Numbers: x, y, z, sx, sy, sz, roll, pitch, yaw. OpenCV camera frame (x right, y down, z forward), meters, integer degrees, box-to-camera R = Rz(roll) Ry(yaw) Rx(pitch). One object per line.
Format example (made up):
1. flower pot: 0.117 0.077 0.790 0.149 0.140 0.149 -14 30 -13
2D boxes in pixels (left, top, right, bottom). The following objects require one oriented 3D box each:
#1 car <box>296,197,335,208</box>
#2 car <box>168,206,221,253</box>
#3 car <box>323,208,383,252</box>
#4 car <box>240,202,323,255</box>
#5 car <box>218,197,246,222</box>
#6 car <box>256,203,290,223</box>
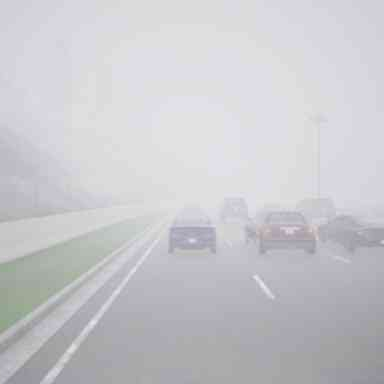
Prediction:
1. car: 10.529 1.486 28.994 2.150 2.045 5.566 0 0 0
2. car: 0.019 1.613 14.468 1.882 1.535 5.008 0 0 0
3. car: 7.018 1.660 14.381 1.812 1.442 4.674 0 0 0
4. car: 3.515 1.481 14.076 2.097 1.767 4.553 0 -1 0
5. car: 3.528 1.486 28.994 2.150 2.045 5.566 0 0 0
6. car: 7.039 1.780 29.297 1.837 1.490 4.892 0 0 0
